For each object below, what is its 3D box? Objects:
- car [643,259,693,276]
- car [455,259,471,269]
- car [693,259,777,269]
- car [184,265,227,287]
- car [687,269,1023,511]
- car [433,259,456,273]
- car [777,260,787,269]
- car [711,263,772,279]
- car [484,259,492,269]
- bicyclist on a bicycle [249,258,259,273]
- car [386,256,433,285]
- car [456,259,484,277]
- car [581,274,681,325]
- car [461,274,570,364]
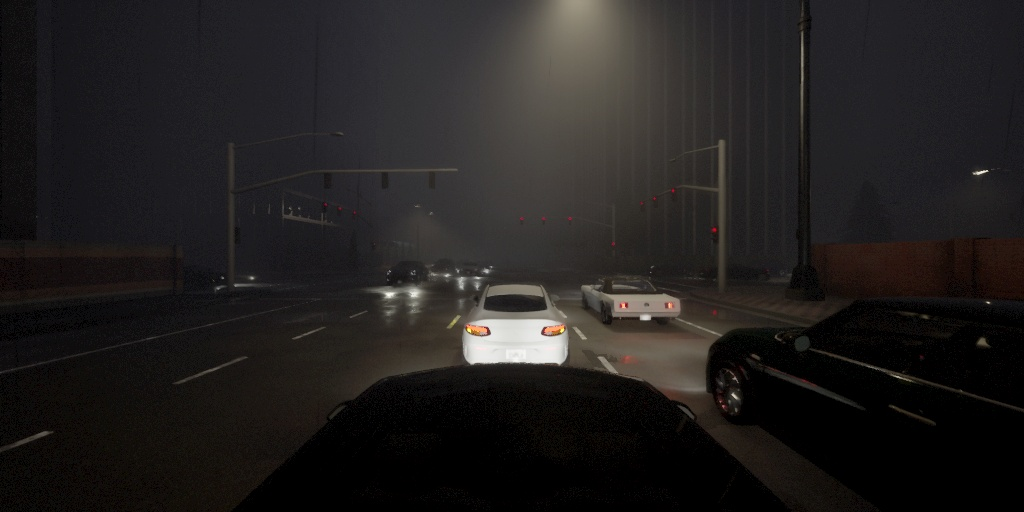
[{"bbox_3d":[15.338,1.099,35.136,4.553,1.767,2.097,0,0,0],"label":"car"},{"bbox_3d":[-8.046,1.238,59.203,2.128,1.511,4.902,0,0,-1],"label":"car"},{"bbox_3d":[17.289,1.225,27.997,5.008,1.535,1.882,0,0,0],"label":"car"},{"bbox_3d":[-21.418,1.312,24.081,4.181,1.385,1.994,0,0,0],"label":"car"},{"bbox_3d":[3.599,1.102,2.881,2.097,1.767,4.553,0,0,0],"label":"car"},{"bbox_3d":[-8.122,1.099,42.949,2.097,1.767,4.553,0,0,4],"label":"car"},{"bbox_3d":[24.230,1.099,35.218,4.553,1.767,2.097,0,0,0],"label":"car"},{"bbox_3d":[20.189,1.312,31.681,4.181,1.385,1.994,0,0,-1],"label":"car"},{"bbox_3d":[-4.483,1.347,54.729,1.895,1.301,4.718,0,0,-1],"label":"car"},{"bbox_3d":[-28.409,1.048,39.501,0.582,1.620,1.656,0,0,-1],"label":"bicyclist on a bicycle"},{"bbox_3d":[-7.357,1.100,25.565,2.097,1.767,4.553,0,0,-1],"label":"car"},{"bbox_3d":[-4.108,1.273,35.611,1.812,1.442,4.674,0,0,-1],"label":"car"},{"bbox_3d":[3.563,1.350,11.783,1.895,1.301,4.718,0,0,0],"label":"car"},{"bbox_3d":[0.059,1.275,7.566,1.812,1.442,4.674,0,0,0],"label":"car"}]
